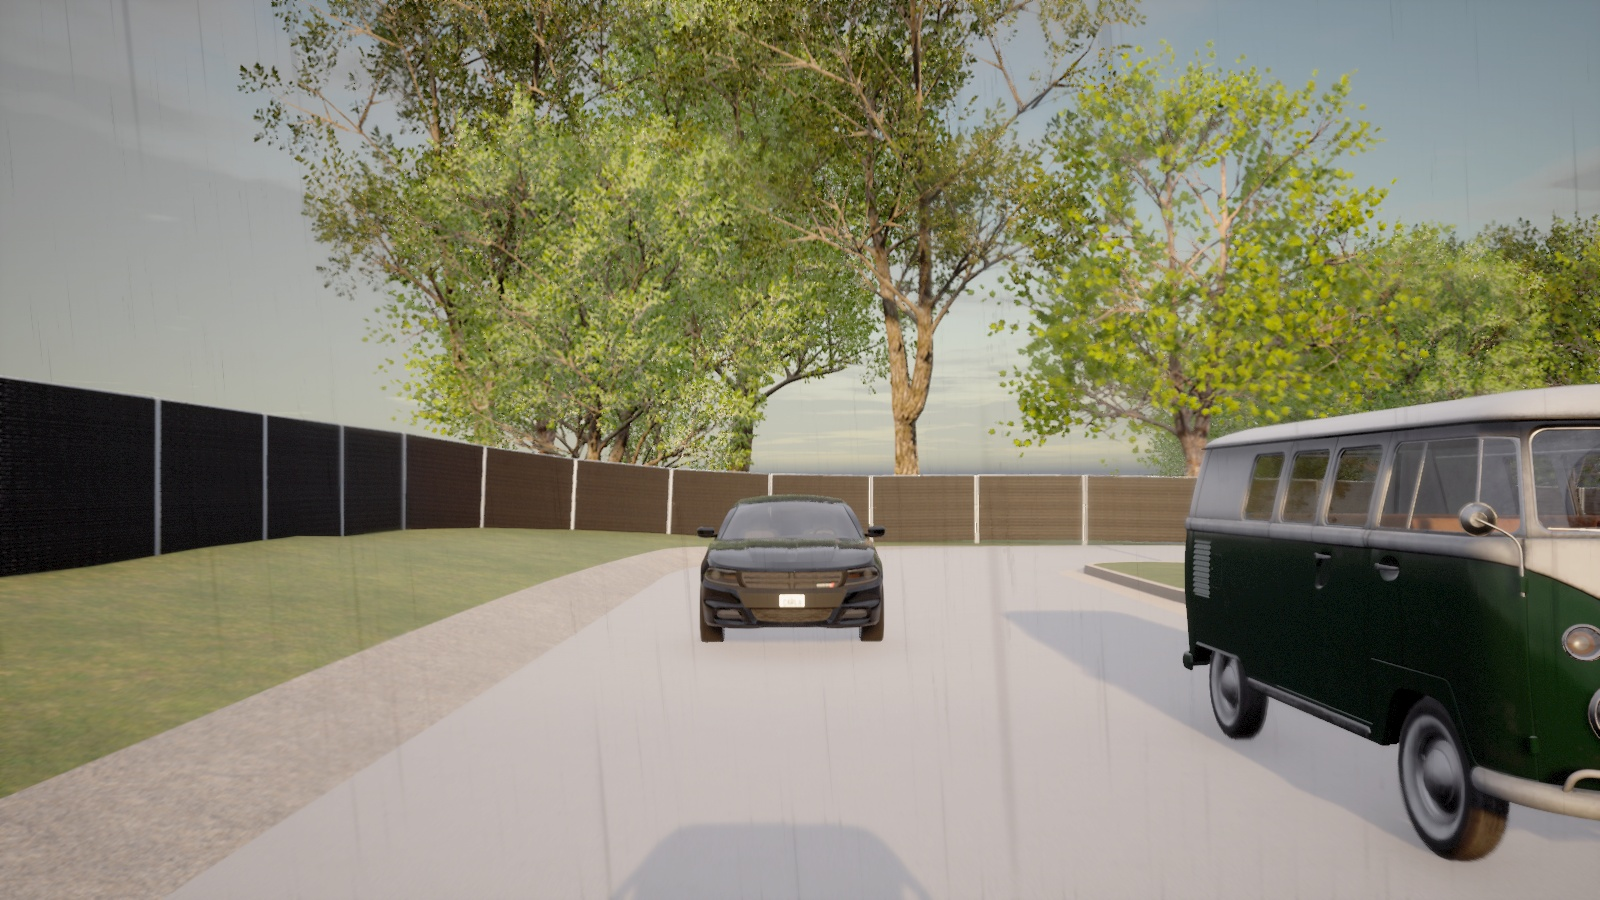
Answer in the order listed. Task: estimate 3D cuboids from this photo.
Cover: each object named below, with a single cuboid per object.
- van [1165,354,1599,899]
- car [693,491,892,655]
[{"bbox_3d":[3.453,0.732,6.539,1.775,1.987,4.442,0,-2,0],"label":"van"},{"bbox_3d":[-0.093,1.257,14.482,1.882,1.535,5.008,-1,-2,-1],"label":"car"}]
